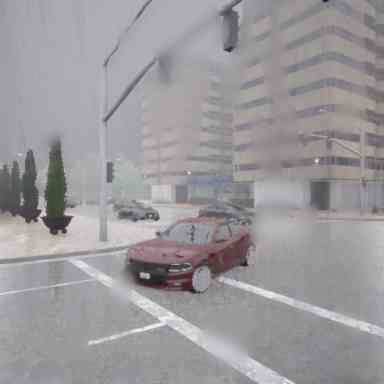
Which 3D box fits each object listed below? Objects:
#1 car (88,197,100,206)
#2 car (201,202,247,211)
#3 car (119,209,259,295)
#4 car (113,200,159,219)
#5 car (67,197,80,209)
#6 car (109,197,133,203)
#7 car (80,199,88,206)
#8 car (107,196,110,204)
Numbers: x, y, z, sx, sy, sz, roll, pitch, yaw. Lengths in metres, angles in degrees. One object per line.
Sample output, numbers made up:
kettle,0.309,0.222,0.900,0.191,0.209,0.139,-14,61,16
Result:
car,-16.407,1.564,55.918,1.994,1.385,4.181,0,0,-35
car,2.408,1.505,22.785,1.837,1.490,4.892,0,0,-37
car,0.246,1.478,9.147,1.882,1.535,5.008,2,1,29
car,-4.176,1.563,25.845,1.994,1.385,4.181,0,0,-35
car,-17.025,1.548,44.257,2.033,1.411,5.357,0,0,-35
car,-6.943,1.503,35.917,1.837,1.490,4.892,0,0,-35
car,-18.828,1.492,53.039,2.128,1.511,4.902,0,0,-34
car,-15.555,1.526,60.807,1.812,1.442,4.674,0,0,-35
